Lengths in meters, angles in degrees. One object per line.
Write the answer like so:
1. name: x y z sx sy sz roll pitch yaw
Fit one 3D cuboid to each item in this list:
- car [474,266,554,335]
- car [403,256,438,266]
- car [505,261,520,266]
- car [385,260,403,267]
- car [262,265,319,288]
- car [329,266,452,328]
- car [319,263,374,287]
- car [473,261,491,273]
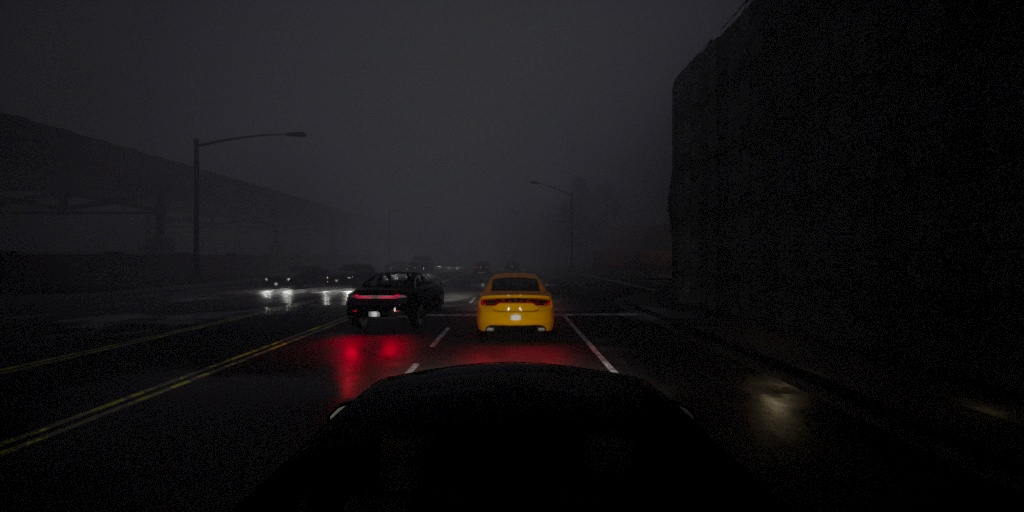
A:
1. car: 0.081 1.226 10.495 1.882 1.535 5.008 0 0 0
2. car: -10.646 0.966 42.103 2.150 2.045 5.566 0 0 0
3. car: 0.047 1.308 48.103 1.994 1.385 4.181 0 0 0
4. car: -14.144 1.236 44.257 2.128 1.511 4.902 0 0 0
5. car: -14.125 1.294 24.114 2.033 1.411 5.357 0 0 0
6. car: -3.424 1.240 11.378 2.128 1.511 4.902 0 0 0
7. car: -10.625 1.252 24.120 1.837 1.490 4.892 0 0 0
8. car: -3.445 1.292 41.995 2.033 1.411 5.357 0 0 0
